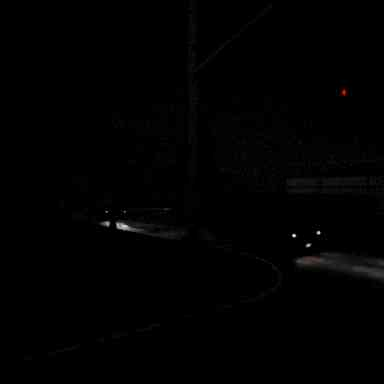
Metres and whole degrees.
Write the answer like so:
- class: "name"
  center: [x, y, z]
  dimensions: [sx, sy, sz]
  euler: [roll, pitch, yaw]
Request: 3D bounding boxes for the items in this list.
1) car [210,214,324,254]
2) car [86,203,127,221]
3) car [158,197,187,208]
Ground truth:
- class: "car"
  center: [2.901, 1.600, 13.725]
  dimensions: [1.895, 1.301, 4.718]
  euler: [0, 0, -35]
- class: "car"
  center: [-7.034, 1.599, 27.225]
  dimensions: [1.895, 1.301, 4.718]
  euler: [0, 0, -34]
- class: "car"
  center: [-2.623, 1.474, 47.398]
  dimensions: [5.008, 1.535, 1.882]
  euler: [0, 0, -44]
